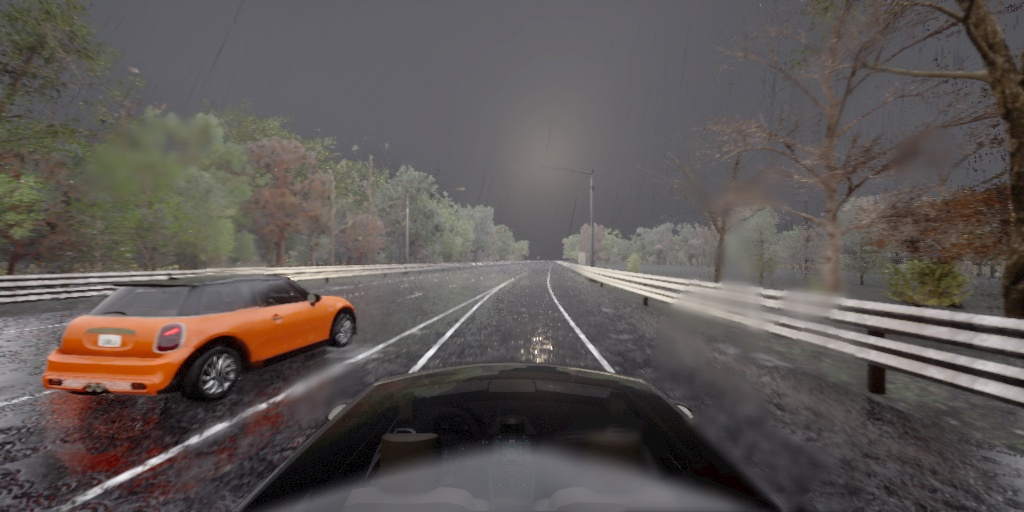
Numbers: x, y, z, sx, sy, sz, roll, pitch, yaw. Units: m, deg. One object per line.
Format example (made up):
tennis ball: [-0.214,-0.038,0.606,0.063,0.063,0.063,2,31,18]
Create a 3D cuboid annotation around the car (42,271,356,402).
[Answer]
car: [-4.882,1.120,6.670,2.097,1.767,4.553,0,-1,6]
